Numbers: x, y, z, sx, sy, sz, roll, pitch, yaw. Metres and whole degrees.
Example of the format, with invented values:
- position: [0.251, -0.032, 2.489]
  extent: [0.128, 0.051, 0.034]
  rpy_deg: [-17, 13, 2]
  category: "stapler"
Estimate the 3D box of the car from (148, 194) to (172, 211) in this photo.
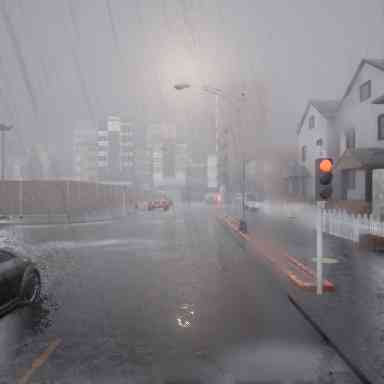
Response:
- position: [-4.082, 1.221, 41.246]
  extent: [2.150, 2.045, 5.566]
  rpy_deg: [0, 0, 0]
  category: "car"

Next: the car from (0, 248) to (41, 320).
- position: [-4.097, 1.564, 5.162]
  extent: [1.994, 1.385, 4.181]
  rpy_deg: [0, 0, 0]
  category: "car"
